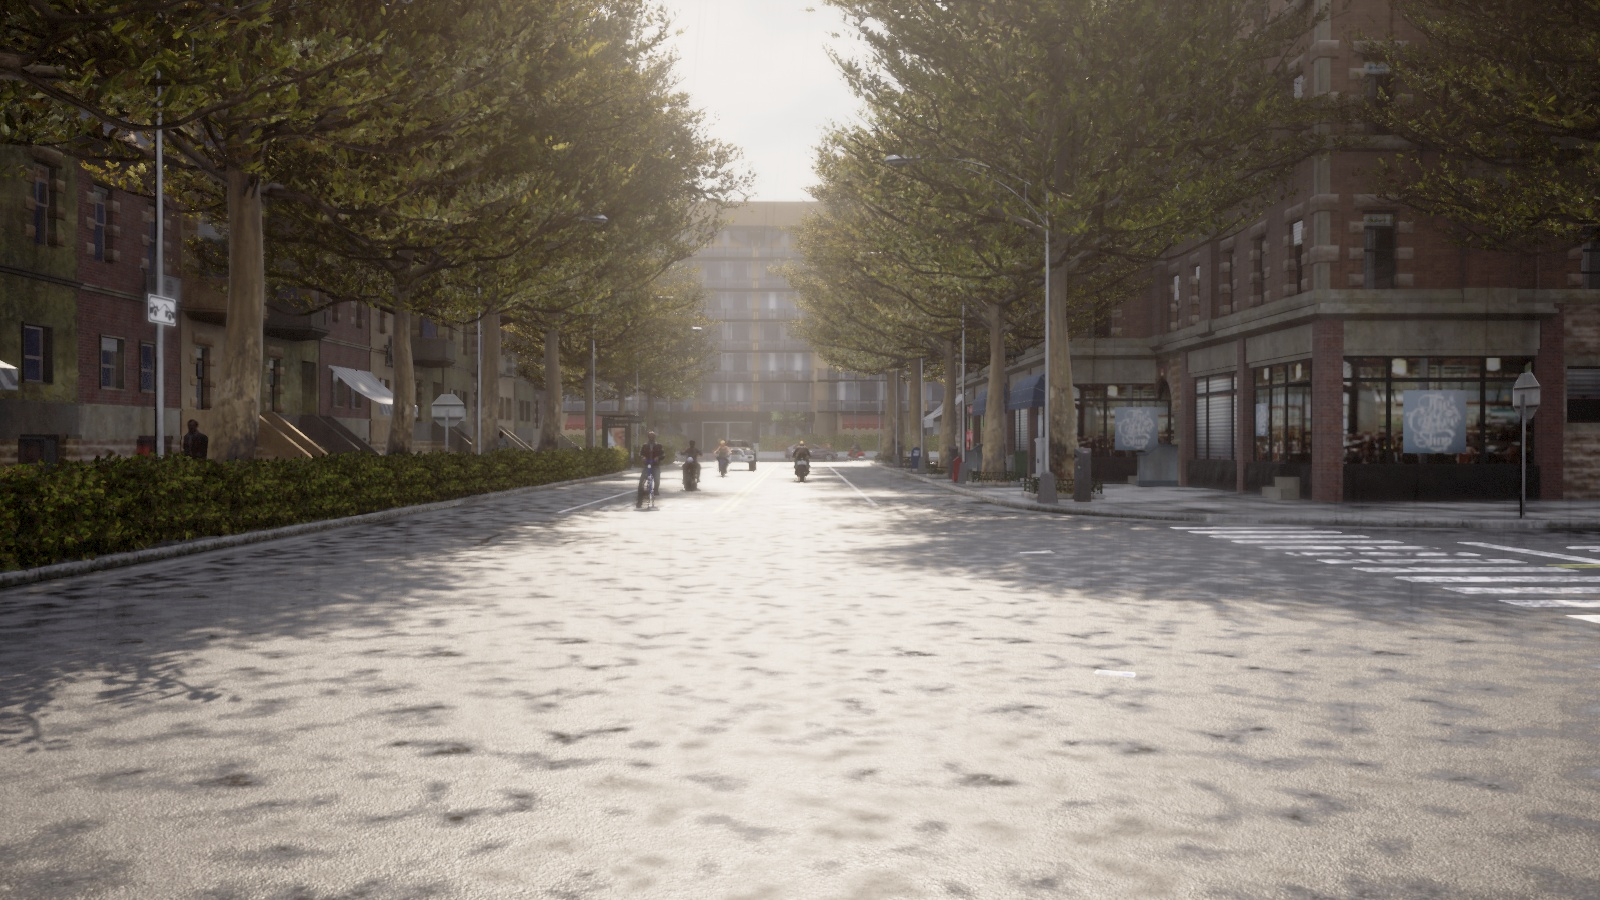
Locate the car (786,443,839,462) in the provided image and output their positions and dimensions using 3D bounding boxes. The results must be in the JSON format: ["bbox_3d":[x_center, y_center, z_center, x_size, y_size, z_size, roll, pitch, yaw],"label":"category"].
[{"bbox_3d":[0.985,0.215,99.110,4.193,1.474,1.816,0,0,0],"label":"car"}]

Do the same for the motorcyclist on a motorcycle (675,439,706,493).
[{"bbox_3d":[-3.436,0.476,39.647,0.766,1.649,2.350,0,0,0],"label":"motorcyclist on a motorcycle"}]

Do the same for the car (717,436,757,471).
[{"bbox_3d":[-3.405,0.182,68.688,1.932,1.855,4.605,0,0,0],"label":"car"}]

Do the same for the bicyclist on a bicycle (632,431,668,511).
[{"bbox_3d":[-3.408,0.456,28.700,0.659,1.776,1.843,0,0,-2],"label":"bicyclist on a bicycle"}]

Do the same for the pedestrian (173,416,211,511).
[{"bbox_3d":[-11.983,0.257,24.770,0.376,1.854,0.720,0,0,3],"label":"pedestrian"}]

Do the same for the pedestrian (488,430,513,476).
[{"bbox_3d":[-11.949,0.117,50.148,0.874,1.855,0.900,0,0,-6],"label":"pedestrian"}]

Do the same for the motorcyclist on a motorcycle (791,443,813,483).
[{"bbox_3d":[0.074,0.509,49.507,0.866,1.530,2.191,0,0,0],"label":"motorcyclist on a motorcycle"}]
